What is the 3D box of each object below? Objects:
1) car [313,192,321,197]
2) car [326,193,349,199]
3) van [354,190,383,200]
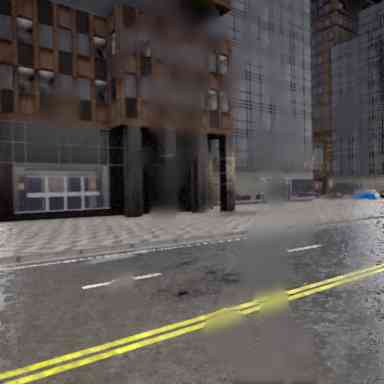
[{"bbox_3d":[28.255,0.553,78.129,1.802,1.307,4.206,-1,1,-35],"label":"car"},{"bbox_3d":[27.881,0.811,63.982,1.802,1.307,4.206,-1,1,-35],"label":"car"},{"bbox_3d":[31.158,0.592,59.380,1.690,1.788,3.998,-1,1,-35],"label":"van"}]
